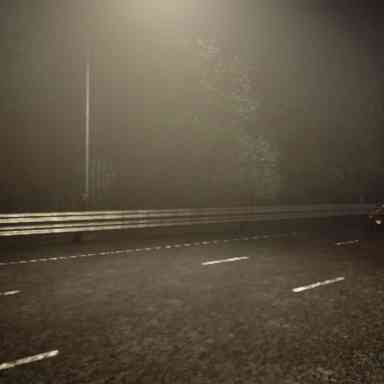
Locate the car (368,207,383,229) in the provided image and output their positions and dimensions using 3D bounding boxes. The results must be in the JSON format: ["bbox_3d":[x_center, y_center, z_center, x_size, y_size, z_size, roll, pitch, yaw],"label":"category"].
[{"bbox_3d":[13.385,1.680,21.837,4.674,1.442,1.812,0,0,-35],"label":"car"}]
